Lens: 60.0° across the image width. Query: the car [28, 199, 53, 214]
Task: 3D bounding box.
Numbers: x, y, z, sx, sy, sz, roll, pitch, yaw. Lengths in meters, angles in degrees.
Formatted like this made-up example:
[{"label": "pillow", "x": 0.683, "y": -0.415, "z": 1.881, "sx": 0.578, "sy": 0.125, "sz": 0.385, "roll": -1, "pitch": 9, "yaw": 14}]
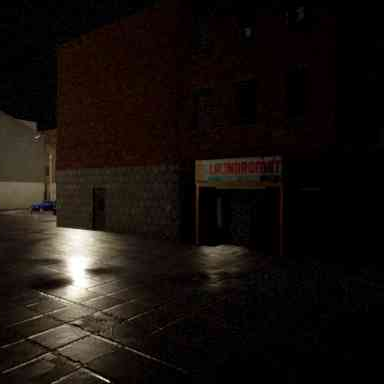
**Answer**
[{"label": "car", "x": -15.593, "y": 1.554, "z": 36.742, "sx": 1.812, "sy": 1.442, "sz": 4.674, "roll": 0, "pitch": 0, "yaw": 35}]
